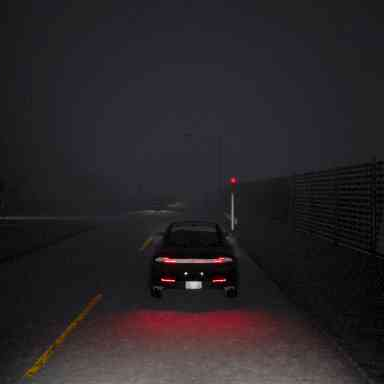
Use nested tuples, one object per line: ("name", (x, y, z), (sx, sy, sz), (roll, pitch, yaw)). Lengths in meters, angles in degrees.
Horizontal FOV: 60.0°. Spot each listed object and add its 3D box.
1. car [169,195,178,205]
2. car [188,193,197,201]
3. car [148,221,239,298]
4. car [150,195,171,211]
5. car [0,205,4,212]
("car", (-4.038, 1.353, 57.888), (2.097, 1.767, 4.553), (0, 0, 0))
("car", (0.063, 1.225, 87.491), (2.150, 2.045, 5.566), (0, 0, 0))
("car", (0.055, 1.492, 8.524), (2.128, 1.511, 4.902), (0, 0, 1))
("car", (-4.070, 1.504, 41.703), (1.837, 1.490, 4.892), (0, 0, 0))
("car", (-21.249, 1.547, 32.341), (5.357, 1.411, 2.033), (0, 0, 1))
